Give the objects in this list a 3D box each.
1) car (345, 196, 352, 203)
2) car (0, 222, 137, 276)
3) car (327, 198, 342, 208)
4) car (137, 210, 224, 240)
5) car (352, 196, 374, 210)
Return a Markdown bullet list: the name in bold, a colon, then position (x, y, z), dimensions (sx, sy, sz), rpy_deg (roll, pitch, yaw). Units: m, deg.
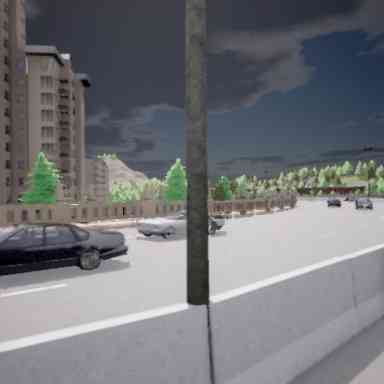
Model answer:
- **car**: position (33.363, 1.519, 69.284), dimensions (1.994, 1.385, 4.181), rpy_deg (-1, 0, 7)
- **car**: position (-4.514, 1.583, 9.465), dimensions (5.357, 1.411, 2.033), rpy_deg (0, 0, -37)
- **car**: position (21.901, 1.639, 51.148), dimensions (2.033, 1.411, 5.357), rpy_deg (-1, 0, 21)
- **car**: position (-0.536, 1.631, 17.408), dimensions (4.718, 1.301, 1.895), rpy_deg (0, 0, -43)
- **car**: position (22.171, 1.525, 42.836), dimensions (2.128, 1.511, 4.902), rpy_deg (-1, -1, 24)
